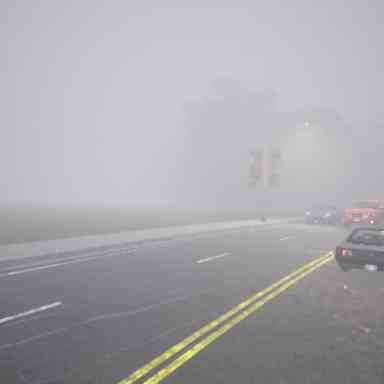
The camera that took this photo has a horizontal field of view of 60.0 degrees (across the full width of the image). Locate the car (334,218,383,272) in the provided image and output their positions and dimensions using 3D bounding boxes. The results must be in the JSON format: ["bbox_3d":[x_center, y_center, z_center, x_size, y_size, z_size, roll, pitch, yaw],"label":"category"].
[{"bbox_3d":[6.132,1.777,10.769,1.895,1.301,4.718,0,-1,36],"label":"car"}]

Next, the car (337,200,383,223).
[{"bbox_3d":[13.109,1.598,24.742,2.150,2.045,5.566,0,-1,43],"label":"car"}]

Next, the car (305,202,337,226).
[{"bbox_3d":[11.067,1.738,27.278,2.097,1.767,4.553,0,-1,43],"label":"car"}]
